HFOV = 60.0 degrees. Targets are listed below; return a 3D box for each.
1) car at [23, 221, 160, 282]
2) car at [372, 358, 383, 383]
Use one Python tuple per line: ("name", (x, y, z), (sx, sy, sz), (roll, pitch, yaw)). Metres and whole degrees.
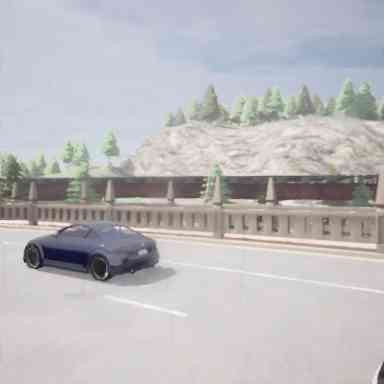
("car", (-3.002, 1.554, 9.748), (4.181, 1.385, 1.994), (0, 0, 31))
("car", (3.461, 1.470, 1.327), (4.902, 1.511, 2.128), (0, 0, 37))
